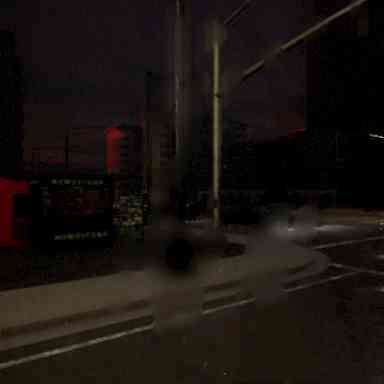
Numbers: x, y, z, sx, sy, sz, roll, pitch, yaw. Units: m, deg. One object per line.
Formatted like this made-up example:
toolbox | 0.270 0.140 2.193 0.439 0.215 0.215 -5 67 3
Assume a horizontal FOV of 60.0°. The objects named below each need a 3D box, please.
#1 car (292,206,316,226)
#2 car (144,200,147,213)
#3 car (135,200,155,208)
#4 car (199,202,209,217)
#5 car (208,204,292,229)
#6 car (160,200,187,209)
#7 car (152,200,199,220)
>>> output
car | 6.888 1.653 24.723 1.812 1.442 4.674 0 -1 -36
car | -6.142 1.776 42.735 2.097 1.767 4.553 0 -1 -36
car | -9.262 2.254 65.237 1.812 1.442 4.674 0 -1 -36
car | 1.573 1.737 32.079 1.837 1.490 4.892 0 -1 -36
car | 3.829 1.672 22.947 2.033 1.411 5.357 0 -1 -38
car | -3.216 2.124 56.890 2.033 1.411 5.357 0 -1 -35
car | -1.735 1.766 30.677 1.812 1.442 4.674 0 -1 -36
